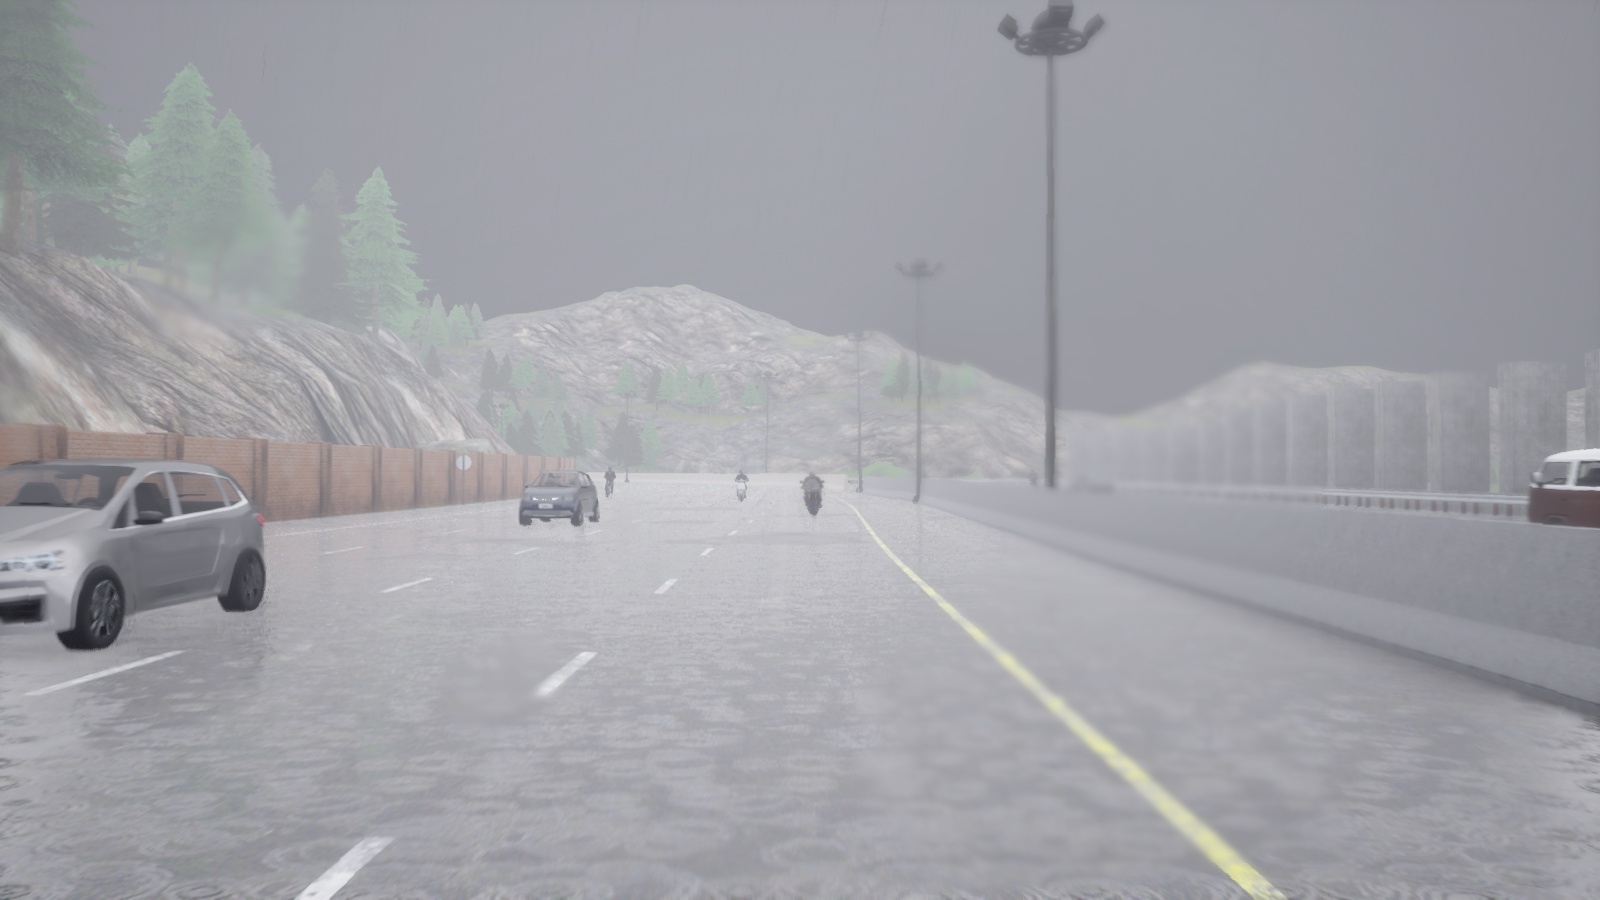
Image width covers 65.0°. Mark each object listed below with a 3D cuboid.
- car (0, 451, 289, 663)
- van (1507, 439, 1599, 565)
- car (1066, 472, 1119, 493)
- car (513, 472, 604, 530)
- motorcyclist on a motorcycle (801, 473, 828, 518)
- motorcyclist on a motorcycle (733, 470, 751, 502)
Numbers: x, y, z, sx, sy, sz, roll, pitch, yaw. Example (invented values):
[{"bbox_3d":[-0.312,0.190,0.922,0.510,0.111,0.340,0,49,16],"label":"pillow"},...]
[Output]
[{"bbox_3d":[-7.033,0.892,12.219,2.242,1.667,4.611,0,-1,0],"label":"car"},{"bbox_3d":[13.957,0.833,20.706,2.069,2.038,4.480,0,0,0],"label":"van"},{"bbox_3d":[20.569,2.256,88.646,2.033,1.411,5.357,0,-1,-5],"label":"car"},{"bbox_3d":[-6.824,1.414,35.807,1.789,1.549,3.705,0,-1,1],"label":"car"},{"bbox_3d":[0.523,1.585,44.321,0.866,1.530,2.191,-2,-1,2],"label":"motorcyclist on a motorcycle"},{"bbox_3d":[-2.978,1.851,64.355,0.866,1.590,1.817,0,-1,0],"label":"motorcyclist on a motorcycle"}]
